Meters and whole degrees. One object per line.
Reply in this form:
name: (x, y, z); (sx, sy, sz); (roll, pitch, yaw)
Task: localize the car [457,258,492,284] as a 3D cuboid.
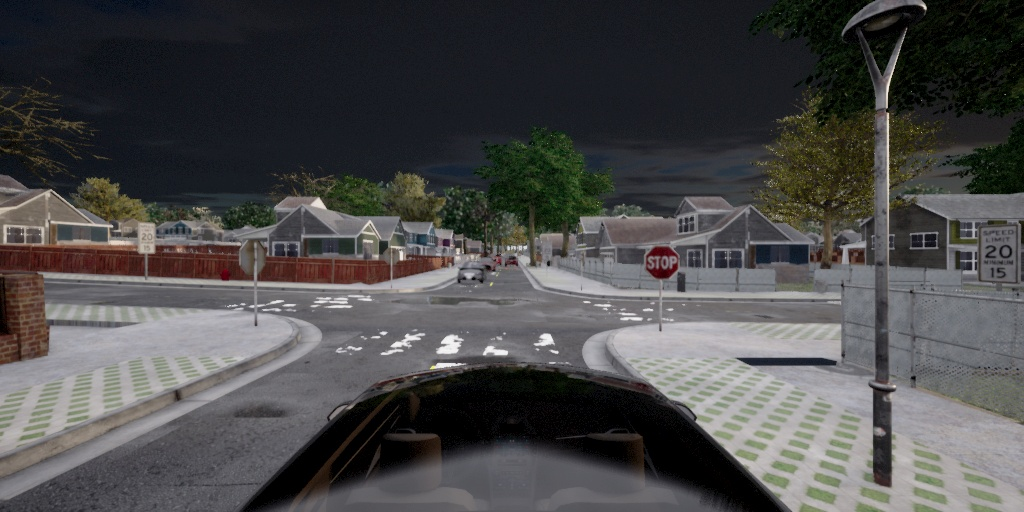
car: (-2.884, 1.166, 26.502); (2.128, 1.511, 4.902); (0, 0, 0)

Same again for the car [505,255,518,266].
car: (-0.083, 0.735, 57.646); (2.097, 1.767, 4.553); (0, 1, 0)

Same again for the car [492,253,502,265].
car: (-2.841, 0.537, 62.125); (2.150, 2.045, 5.566); (0, 1, 0)

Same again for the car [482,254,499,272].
car: (-2.902, 0.911, 40.812); (2.097, 1.767, 4.553); (0, 0, 0)
